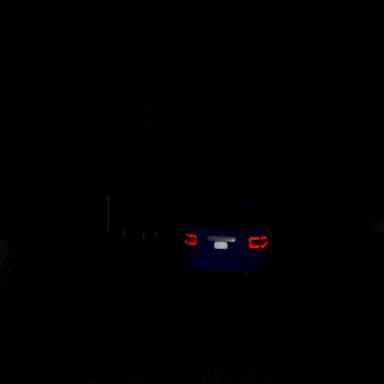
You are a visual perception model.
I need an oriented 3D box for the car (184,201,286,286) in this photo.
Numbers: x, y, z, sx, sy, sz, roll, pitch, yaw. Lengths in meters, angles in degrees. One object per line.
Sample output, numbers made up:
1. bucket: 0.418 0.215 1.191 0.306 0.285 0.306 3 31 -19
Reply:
1. car: 1.508 1.273 9.948 2.150 2.045 5.566 0 0 19
